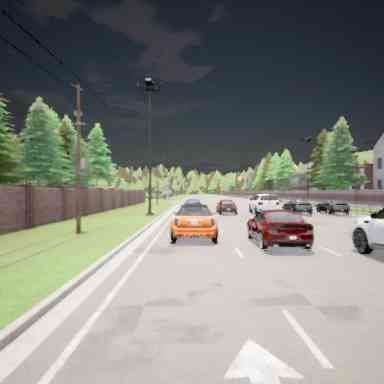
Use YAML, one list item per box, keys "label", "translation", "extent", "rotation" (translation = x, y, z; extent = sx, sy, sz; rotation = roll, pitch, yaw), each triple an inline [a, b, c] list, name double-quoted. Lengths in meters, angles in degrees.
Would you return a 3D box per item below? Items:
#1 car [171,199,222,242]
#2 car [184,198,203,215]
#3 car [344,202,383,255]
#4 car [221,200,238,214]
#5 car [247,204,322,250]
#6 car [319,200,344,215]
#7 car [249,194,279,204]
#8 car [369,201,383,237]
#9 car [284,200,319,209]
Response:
- label: "car"
  translation: [0.101, 1.355, 16.418]
  extent: [2.097, 1.767, 4.553]
  rotation: [0, 0, 0]
- label: "car"
  translation: [0.102, 1.484, 35.342]
  extent: [1.882, 1.535, 5.008]
  rotation: [0, 0, 0]
- label: "car"
  translation: [7.101, 1.223, 10.204]
  extent: [2.150, 2.045, 5.566]
  rotation: [0, 0, 0]
- label: "car"
  translation: [3.604, 1.532, 34.878]
  extent: [1.812, 1.442, 4.674]
  rotation: [0, 0, 0]
- label: "car"
  translation: [3.603, 1.480, 14.337]
  extent: [1.882, 1.535, 5.008]
  rotation: [0, 0, 0]
- label: "car"
  translation: [14.104, 1.497, 33.619]
  extent: [2.128, 1.511, 4.902]
  rotation: [0, 0, 0]
- label: "car"
  translation: [7.104, 1.227, 33.154]
  extent: [2.150, 2.045, 5.566]
  rotation: [0, 0, 0]
- label: "car"
  translation: [10.602, 1.355, 15.641]
  extent: [2.097, 1.767, 4.553]
  rotation: [0, 0, 0]
- label: "car"
  translation: [10.603, 1.497, 33.624]
  extent: [2.128, 1.511, 4.902]
  rotation: [0, 0, 0]
